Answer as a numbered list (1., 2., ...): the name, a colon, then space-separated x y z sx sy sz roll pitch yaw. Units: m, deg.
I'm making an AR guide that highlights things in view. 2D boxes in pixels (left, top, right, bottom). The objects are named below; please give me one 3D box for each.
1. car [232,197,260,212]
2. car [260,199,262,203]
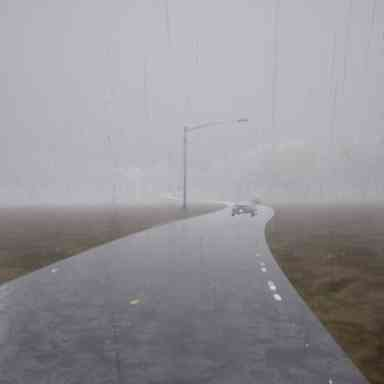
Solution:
1. car: 4.634 1.383 29.100 1.812 1.442 4.674 0 0 16
2. car: 11.476 1.591 59.884 1.837 1.490 4.892 0 -1 7
